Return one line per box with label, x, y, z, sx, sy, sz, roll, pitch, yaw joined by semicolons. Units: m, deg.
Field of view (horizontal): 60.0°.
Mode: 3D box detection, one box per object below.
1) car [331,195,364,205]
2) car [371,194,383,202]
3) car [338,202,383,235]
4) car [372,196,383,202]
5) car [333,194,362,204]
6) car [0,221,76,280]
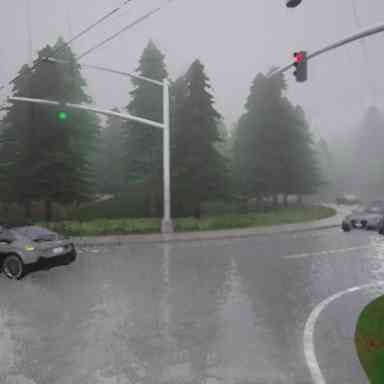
car;23.724;1.185;50.931;1.882;1.535;5.008;-1;0;-11
car;23.866;1.068;41.129;2.097;1.767;4.553;-1;0;9
car;9.740;1.431;17.990;4.181;1.385;1.994;-1;0;-44
car;17.141;1.337;28.319;2.033;1.411;5.357;0;0;21
car;20.724;1.025;44.251;1.882;1.535;5.008;-1;0;3
car;-5.587;1.581;9.836;4.181;1.385;1.994;0;0;19
